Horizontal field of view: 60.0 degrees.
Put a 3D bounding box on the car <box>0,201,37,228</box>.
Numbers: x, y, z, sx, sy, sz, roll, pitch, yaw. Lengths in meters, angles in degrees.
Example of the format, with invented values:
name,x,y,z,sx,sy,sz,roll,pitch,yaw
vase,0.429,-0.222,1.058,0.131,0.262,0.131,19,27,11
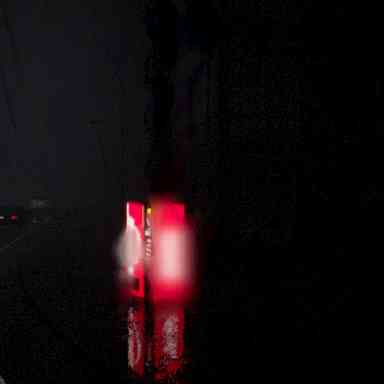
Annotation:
name,x,y,z,sx,sy,sz,roll,pitch,yaw
car,-11.809,1.547,21.801,2.033,1.411,5.357,0,0,-18

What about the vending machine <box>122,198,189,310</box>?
name,x,y,z,sx,sy,sz,roll,pitch,yaw
vending machine,-0.775,1.195,7.002,1.100,2.100,0.880,0,0,-38

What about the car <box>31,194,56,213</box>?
name,x,y,z,sx,sy,sz,roll,pitch,yaw
car,-16.564,1.223,37.143,2.150,2.045,5.566,0,-1,-17
